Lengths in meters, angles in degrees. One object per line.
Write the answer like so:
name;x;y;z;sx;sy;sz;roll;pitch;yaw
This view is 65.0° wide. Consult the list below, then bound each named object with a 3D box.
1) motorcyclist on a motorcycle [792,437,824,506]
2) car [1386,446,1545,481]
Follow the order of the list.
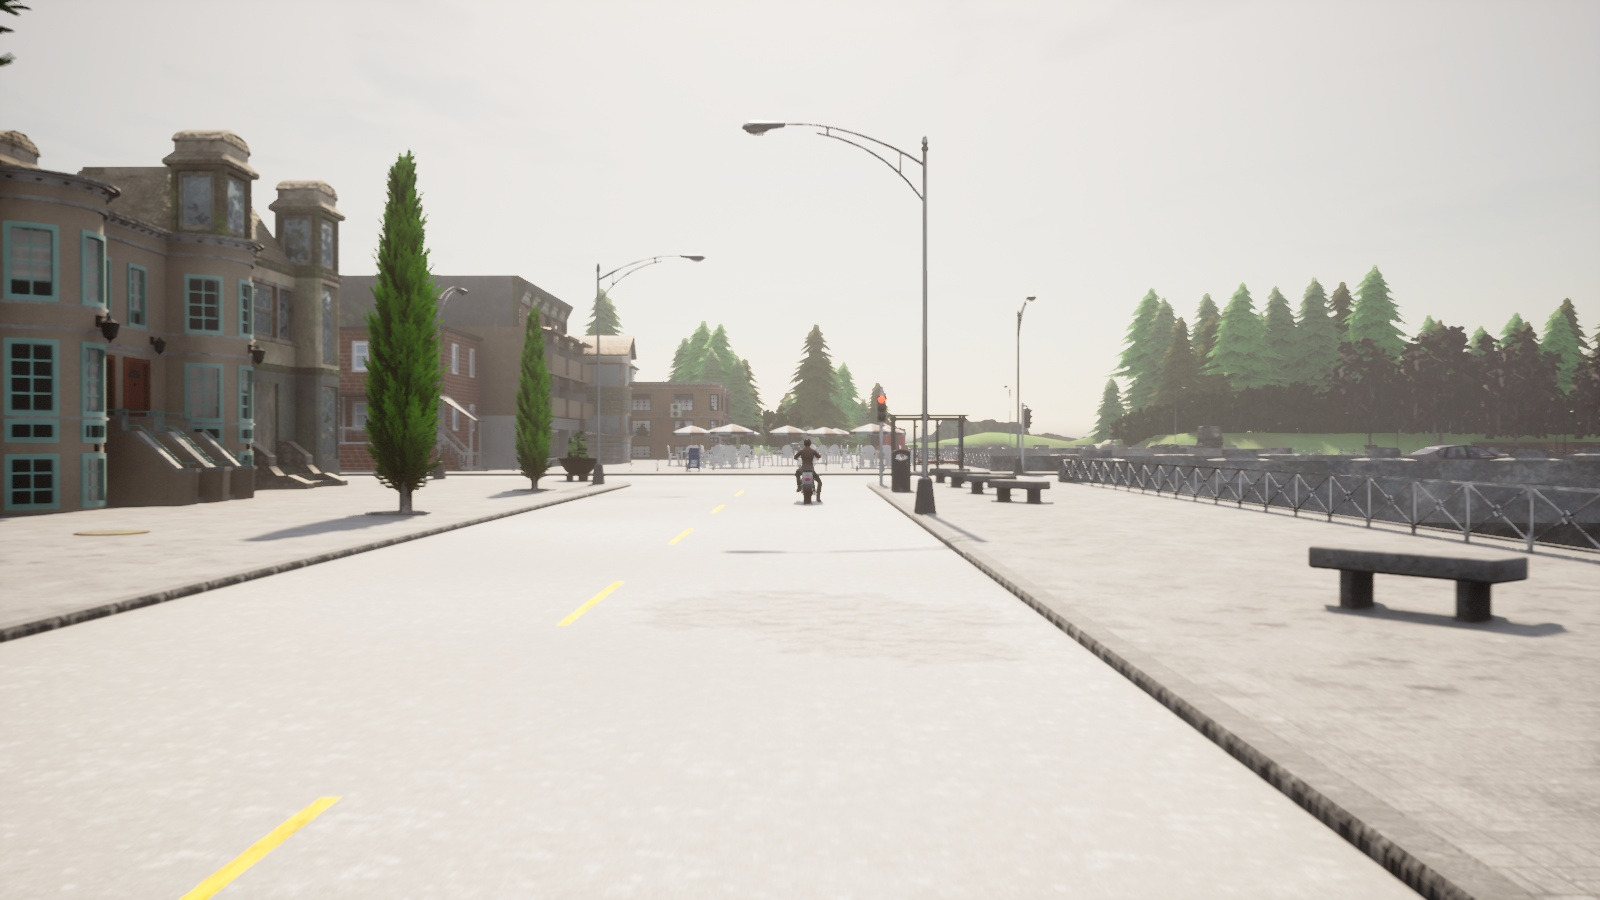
motorcyclist on a motorcycle;0.189;0.520;31.412;0.766;1.649;2.350;0;0;0
car;26.839;0.530;50.752;5.357;1.411;2.033;0;0;0
